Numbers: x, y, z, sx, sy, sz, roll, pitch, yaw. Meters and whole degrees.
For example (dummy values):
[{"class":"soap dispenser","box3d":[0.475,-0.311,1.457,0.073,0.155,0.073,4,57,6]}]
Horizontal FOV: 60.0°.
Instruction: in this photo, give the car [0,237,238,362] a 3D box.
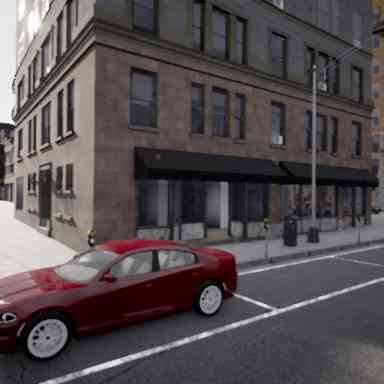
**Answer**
[{"class":"car","box3d":[-1.195,1.546,5.902,4.507,1.381,1.887,0,1,-35]}]

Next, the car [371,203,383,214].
[{"class":"car","box3d":[16.678,1.381,33.475,1.837,1.490,4.892,1,1,-35]}]
